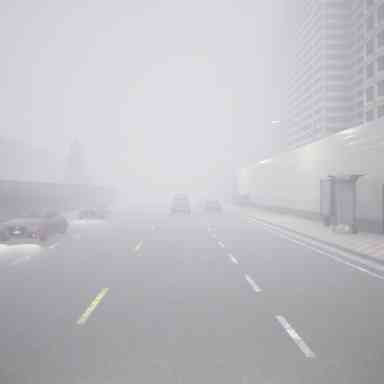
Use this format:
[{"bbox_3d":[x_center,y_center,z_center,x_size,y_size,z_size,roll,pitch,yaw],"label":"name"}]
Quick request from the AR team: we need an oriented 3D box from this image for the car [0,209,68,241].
[{"bbox_3d":[-7.661,1.564,16.426,1.994,1.385,4.181,0,0,-2],"label":"car"}]

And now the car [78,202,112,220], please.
[{"bbox_3d":[-8.097,1.565,27.966,1.994,1.385,4.181,0,0,-2],"label":"car"}]

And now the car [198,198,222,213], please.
[{"bbox_3d":[2.221,1.491,37.716,2.128,1.511,4.902,0,0,-2],"label":"car"}]

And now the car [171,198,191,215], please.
[{"bbox_3d":[-1.150,1.564,34.061,1.994,1.385,4.181,0,0,-2],"label":"car"}]

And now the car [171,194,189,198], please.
[{"bbox_3d":[-1.523,1.221,44.180,2.150,2.045,5.566,0,0,-3],"label":"car"}]
